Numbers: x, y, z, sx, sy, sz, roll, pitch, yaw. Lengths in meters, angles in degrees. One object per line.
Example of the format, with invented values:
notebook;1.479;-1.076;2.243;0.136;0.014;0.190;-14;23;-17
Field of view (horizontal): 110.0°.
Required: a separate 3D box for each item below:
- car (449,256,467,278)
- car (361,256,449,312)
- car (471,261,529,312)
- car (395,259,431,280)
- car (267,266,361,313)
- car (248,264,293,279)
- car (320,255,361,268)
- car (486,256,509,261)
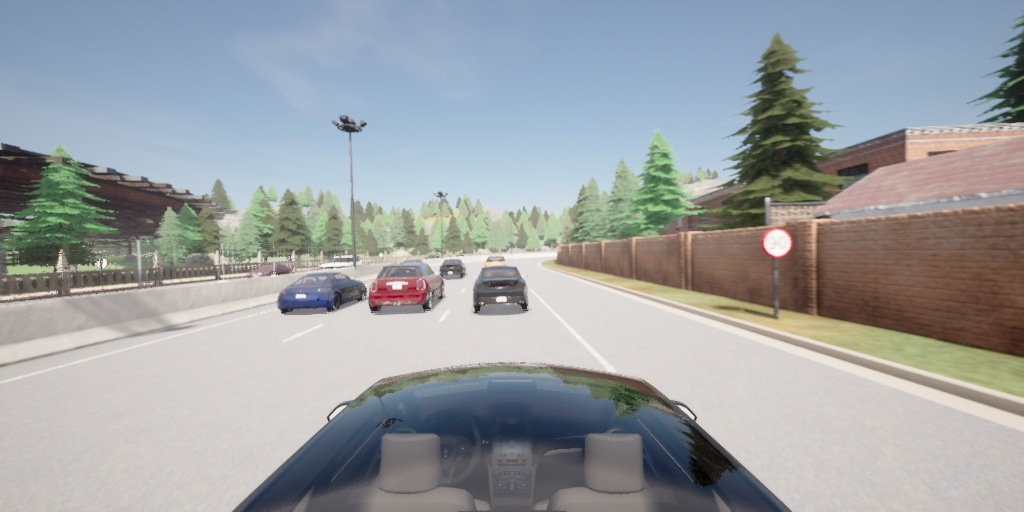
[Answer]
car;-4.846;1.000;29.852;1.837;1.490;4.892;-2;1;-3
car;-4.005;1.043;14.284;2.097;1.767;4.553;-2;1;-3
car;-0.460;1.098;13.596;1.837;1.490;4.892;-2;0;-3
car;-8.408;1.063;30.962;1.882;1.535;5.008;-2;1;-3
car;-7.516;1.355;14.594;1.994;1.385;4.181;-2;1;-3
car;-22.729;1.494;34.009;1.812;1.442;4.674;-2;1;-2
car;-15.714;0.992;33.177;2.150;2.045;5.566;-2;1;-3
car;-1.330;0.748;29.503;2.097;1.767;4.553;-2;1;-3
